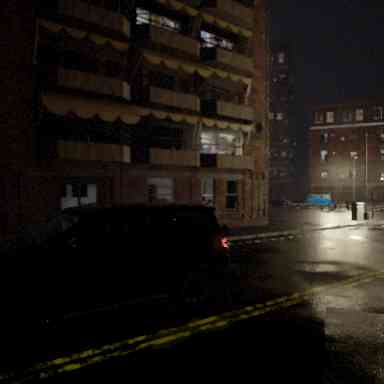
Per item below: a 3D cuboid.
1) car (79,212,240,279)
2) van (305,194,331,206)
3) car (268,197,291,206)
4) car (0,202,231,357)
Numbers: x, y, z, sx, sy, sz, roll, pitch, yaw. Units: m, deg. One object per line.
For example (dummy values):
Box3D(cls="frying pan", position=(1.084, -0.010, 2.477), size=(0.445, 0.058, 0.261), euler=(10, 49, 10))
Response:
Box3D(cls="car", position=(-0.935, 1.549, 11.046), size=(4.902, 1.511, 2.128), euler=(1, 0, -36))
Box3D(cls="van", position=(20.772, 1.317, 54.595), size=(3.998, 1.788, 1.690), euler=(1, -1, 22))
Box3D(cls="car", position=(12.336, 1.459, 48.932), size=(4.206, 1.307, 1.802), euler=(1, -1, 22))
Box3D(cls="car", position=(-1.753, 1.247, 6.430), size=(5.566, 2.045, 2.150), euler=(1, 0, -36))
